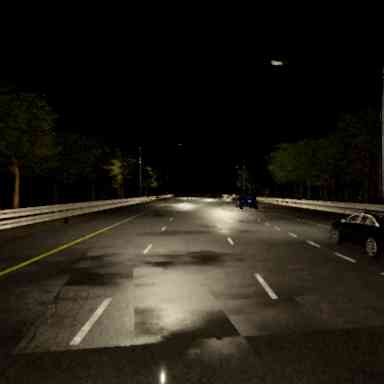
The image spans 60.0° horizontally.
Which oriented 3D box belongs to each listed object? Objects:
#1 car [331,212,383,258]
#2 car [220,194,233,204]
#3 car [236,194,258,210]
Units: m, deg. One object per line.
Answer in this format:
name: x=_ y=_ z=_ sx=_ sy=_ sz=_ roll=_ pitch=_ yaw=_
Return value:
car: x=7.008 y=1.492 z=12.729 sx=2.128 sy=1.511 sz=4.902 roll=0 pitch=0 yaw=0
car: x=7.111 y=1.567 z=67.144 sx=1.812 sy=1.442 sz=4.674 roll=0 pitch=0 yaw=0
car: x=7.035 y=1.235 z=43.161 sx=2.150 sy=2.045 sz=5.566 roll=0 pitch=0 yaw=0
